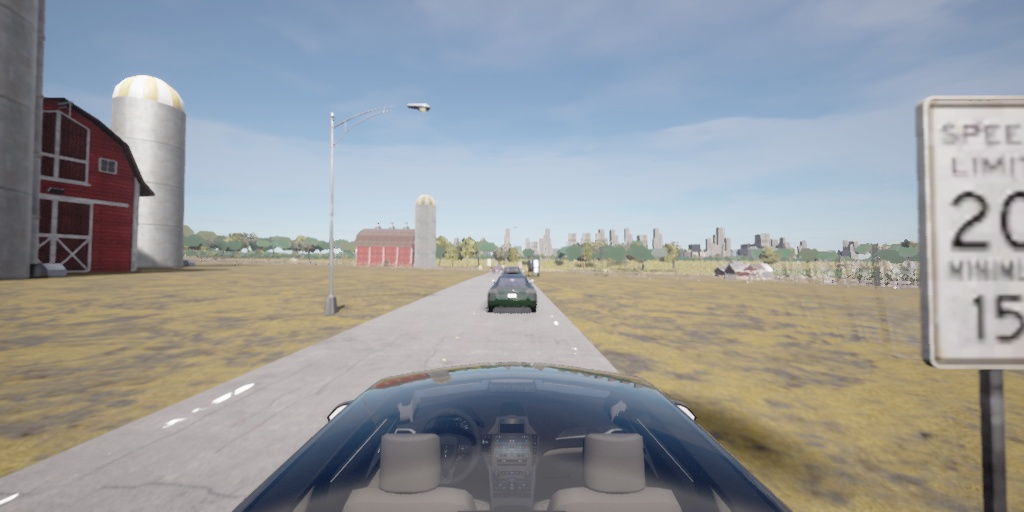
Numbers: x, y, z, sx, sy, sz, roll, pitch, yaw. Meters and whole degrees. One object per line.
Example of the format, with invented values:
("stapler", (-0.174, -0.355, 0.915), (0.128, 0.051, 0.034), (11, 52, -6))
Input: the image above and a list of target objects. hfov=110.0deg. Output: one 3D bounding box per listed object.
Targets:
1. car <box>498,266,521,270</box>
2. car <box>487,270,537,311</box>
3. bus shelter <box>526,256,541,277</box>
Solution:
("car", (0.027, 1.648, 30.385), (1.837, 1.490, 4.892), (0, 0, 0))
("car", (0.023, 1.468, 15.258), (1.994, 1.385, 4.181), (0, -1, 1))
("bus shelter", (3.134, 1.420, 49.287), (1.920, 2.740, 3.880), (0, 0, 0))
